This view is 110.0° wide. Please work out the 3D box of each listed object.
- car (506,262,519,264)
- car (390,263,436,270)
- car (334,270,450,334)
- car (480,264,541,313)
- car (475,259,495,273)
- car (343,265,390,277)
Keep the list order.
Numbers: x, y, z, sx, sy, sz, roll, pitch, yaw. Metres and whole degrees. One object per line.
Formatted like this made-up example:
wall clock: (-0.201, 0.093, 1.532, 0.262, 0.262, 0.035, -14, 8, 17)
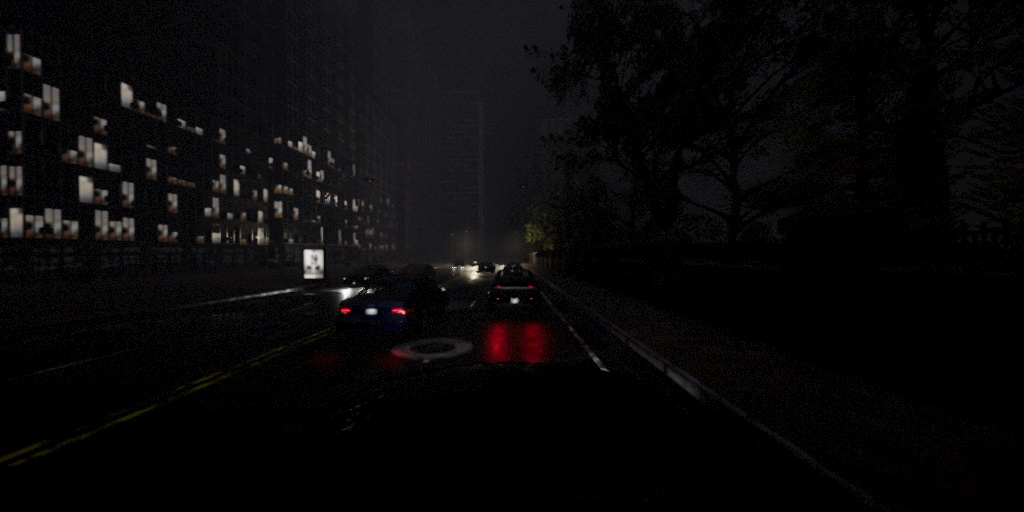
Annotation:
car: (0.078, 1.317, 33.976, 2.033, 1.411, 5.357, 0, 0, 0)
car: (-6.604, 1.242, 25.146, 1.882, 1.535, 5.008, 0, 0, 0)
car: (-3.165, 1.301, 10.588, 2.033, 1.411, 5.357, 0, 0, 0)
car: (0.093, 1.248, 14.072, 2.128, 1.511, 4.902, 0, 0, 0)
car: (-3.166, 1.345, 45.212, 1.994, 1.385, 4.181, 0, 0, 0)
car: (-9.856, 1.312, 25.042, 2.033, 1.411, 5.357, 0, 0, 0)
